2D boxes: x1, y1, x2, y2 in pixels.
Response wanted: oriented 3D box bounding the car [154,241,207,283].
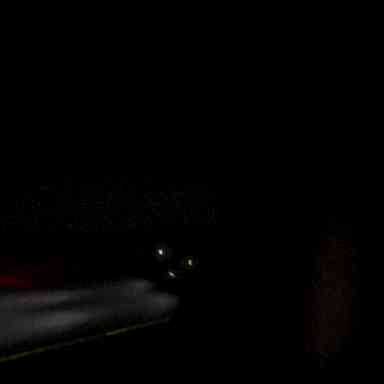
[{"bbox_3d":[1.431,1.597,8.828,4.718,1.301,1.895,0,0,-31],"label":"car"}]
